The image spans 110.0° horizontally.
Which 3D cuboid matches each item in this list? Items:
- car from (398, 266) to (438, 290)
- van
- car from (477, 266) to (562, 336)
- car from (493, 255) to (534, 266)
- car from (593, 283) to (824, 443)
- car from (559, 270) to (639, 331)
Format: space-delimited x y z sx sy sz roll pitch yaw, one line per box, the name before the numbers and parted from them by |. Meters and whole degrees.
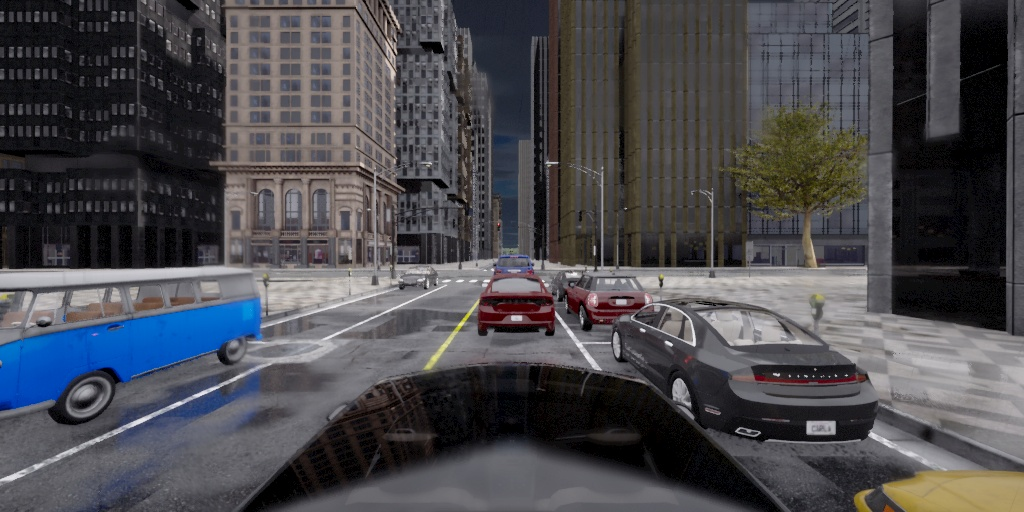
car | -5.730 1.295 22.325 2.007 1.370 4.403 0 0 0
van | -5.756 1.090 5.402 1.690 1.789 3.998 0 0 0
car | 0.107 1.226 10.417 1.882 1.535 5.008 0 0 0
car | 0.105 0.967 20.301 2.150 2.045 5.566 0 0 0
car | 2.769 1.300 5.390 2.007 1.370 4.403 0 0 0
car | 2.778 1.188 11.031 1.967 1.591 4.097 0 0 0
